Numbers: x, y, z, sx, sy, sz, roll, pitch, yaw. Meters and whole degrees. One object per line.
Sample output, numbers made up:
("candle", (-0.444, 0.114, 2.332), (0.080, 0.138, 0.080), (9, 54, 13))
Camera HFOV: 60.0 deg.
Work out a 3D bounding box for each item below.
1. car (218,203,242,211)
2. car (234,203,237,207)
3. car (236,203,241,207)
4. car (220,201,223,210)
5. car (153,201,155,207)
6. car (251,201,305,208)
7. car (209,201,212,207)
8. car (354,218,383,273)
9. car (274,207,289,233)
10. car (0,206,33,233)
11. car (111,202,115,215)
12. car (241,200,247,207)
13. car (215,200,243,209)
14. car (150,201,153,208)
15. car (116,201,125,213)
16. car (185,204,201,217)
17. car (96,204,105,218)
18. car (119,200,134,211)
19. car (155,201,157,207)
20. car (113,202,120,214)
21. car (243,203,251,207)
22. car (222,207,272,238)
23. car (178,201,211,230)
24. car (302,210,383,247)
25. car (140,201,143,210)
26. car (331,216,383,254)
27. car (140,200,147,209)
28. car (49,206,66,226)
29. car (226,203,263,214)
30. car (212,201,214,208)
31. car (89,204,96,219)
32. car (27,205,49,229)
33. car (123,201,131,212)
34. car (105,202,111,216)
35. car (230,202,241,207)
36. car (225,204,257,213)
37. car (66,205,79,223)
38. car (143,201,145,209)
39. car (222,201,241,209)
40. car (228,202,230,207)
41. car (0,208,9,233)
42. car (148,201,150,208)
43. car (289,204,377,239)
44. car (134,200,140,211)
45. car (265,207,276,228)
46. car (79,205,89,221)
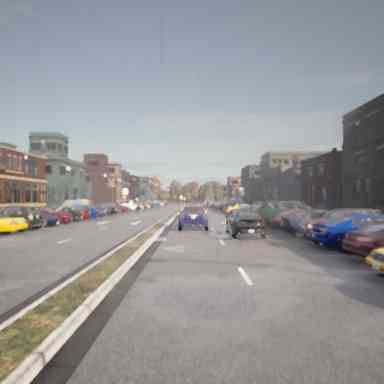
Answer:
("car", (7.611, 2.974, 66.545), (4.674, 1.452, 2.002), (0, -2, 0))
("car", (7.638, 2.270, 39.015), (4.674, 1.452, 2.002), (0, -1, 0))
("car", (7.670, 2.194, 36.222), (4.792, 1.488, 2.163), (0, -1, 0))
("car", (7.815, 2.634, 55.524), (5.366, 1.575, 1.946), (0, -2, 0))
("car", (-12.663, 3.405, 84.097), (4.892, 1.521, 2.231), (0, -2, 0))
("car", (7.669, 1.671, 25.203), (5.566, 2.045, 2.435), (0, -1, 0))
("car", (7.553, 3.074, 80.335), (5.566, 2.045, 2.435), (0, -2, 0))
("car", (7.454, 1.588, 8.659), (5.366, 1.575, 1.946), (0, -1, 0))
("car", (7.669, 1.837, 19.684), (4.792, 1.488, 2.163), (0, -1, 0))
("car", (-12.959, 1.815, 20.206), (5.366, 1.575, 1.946), (0, -1, 0))
("car", (-12.729, 2.356, 42.306), (4.674, 1.452, 2.002), (0, -1, 0))
("car", (7.609, 1.977, 33.470), (4.553, 1.767, 2.185), (0, -1, 0))
("car", (7.591, 2.532, 61.041), (5.566, 2.045, 2.435), (0, -2, 0))
("car", (-12.671, 3.329, 81.319), (5.008, 1.535, 2.097), (0, -2, 0))
("car", (-12.727, 2.452, 47.864), (4.892, 1.521, 2.231), (0, -1, 0))
("car", (0.101, 2.290, 41.635), (1.882, 1.535, 5.008), (0, -2, 0))
("car", (-12.736, 2.189, 36.875), (5.008, 1.535, 2.097), (0, -1, 0))
("car", (-12.736, 2.536, 56.291), (4.553, 1.767, 2.185), (0, -1, 0))
("car", (-12.644, 3.227, 86.882), (5.566, 2.045, 2.435), (0, -2, 0))
("car", (-12.755, 2.412, 45.085), (4.792, 1.488, 2.163), (0, -1, 0))
("car", (7.635, 2.041, 30.710), (5.008, 1.535, 2.097), (0, -1, 0))
("car", (3.101, 1.833, 19.723), (1.837, 1.490, 4.892), (0, -1, 0))
("car", (0.101, 1.788, 24.812), (2.097, 1.767, 4.553), (0, -1, 0))
("car", (7.635, 1.693, 14.170), (5.008, 1.535, 2.097), (0, -1, 0))
("car", (-12.659, 2.908, 64.657), (4.792, 1.488, 2.163), (0, -1, 0))
("car", (7.637, 1.681, 11.415), (4.674, 1.452, 2.002), (0, -1, 0))
("car", (-12.862, 3.025, 70.214), (5.366, 1.575, 1.946), (0, -2, 0))
("car", (-12.734, 1.965, 25.637), (4.792, 1.488, 2.163), (0, -1, 0))
("car", (7.826, 2.492, 50.011), (5.366, 1.575, 1.946), (0, -1, 0))
("car", (7.589, 3.213, 74.944), (4.674, 1.452, 2.002), (0, -2, 0))
("car", (-12.776, 2.151, 33.971), (4.792, 1.488, 2.163), (0, -1, 0))
("car", (-12.741, 1.750, 22.869), (4.553, 1.767, 2.185), (0, -1, 0))
("car", (-12.707, 2.628, 53.418), (4.674, 1.452, 2.002), (0, -1, 0))
("car", (-12.742, 2.254, 39.654), (4.892, 1.521, 2.231), (0, -1, 0))
("car", (7.611, 2.323, 41.736), (4.792, 1.488, 2.163), (0, -1, 0))
("car", (7.664, 2.596, 52.765), (4.792, 1.488, 2.163), (0, -1, 0))
("car", (-12.764, 1.996, 28.415), (5.008, 1.535, 2.097), (0, -1, 0))
("car", (-12.653, 2.983, 67.434), (4.792, 1.488, 2.163), (0, -2, 0))
("car", (7.456, 2.424, 47.249), (5.366, 1.575, 1.946), (0, -1, 0))
("car", (7.612, 2.390, 44.491), (4.792, 1.488, 2.163), (0, -1, 0))
("car", (-12.786, 1.760, 17.427), (4.892, 1.521, 2.231), (0, -1, 0))
("car", (-12.672, 3.176, 75.645), (5.008, 1.535, 2.097), (0, -2, 0))
("car", (7.671, 1.625, 16.930), (4.553, 1.767, 2.185), (0, -1, 0))
("car", (-12.727, 2.482, 59.106), (5.566, 2.045, 2.435), (0, -1, 0))
("car", (7.638, 1.904, 22.440), (4.674, 1.452, 2.002), (0, -1, 0))
("car", (-12.746, 2.060, 31.194), (4.892, 1.521, 2.231), (0, -1, 0))
